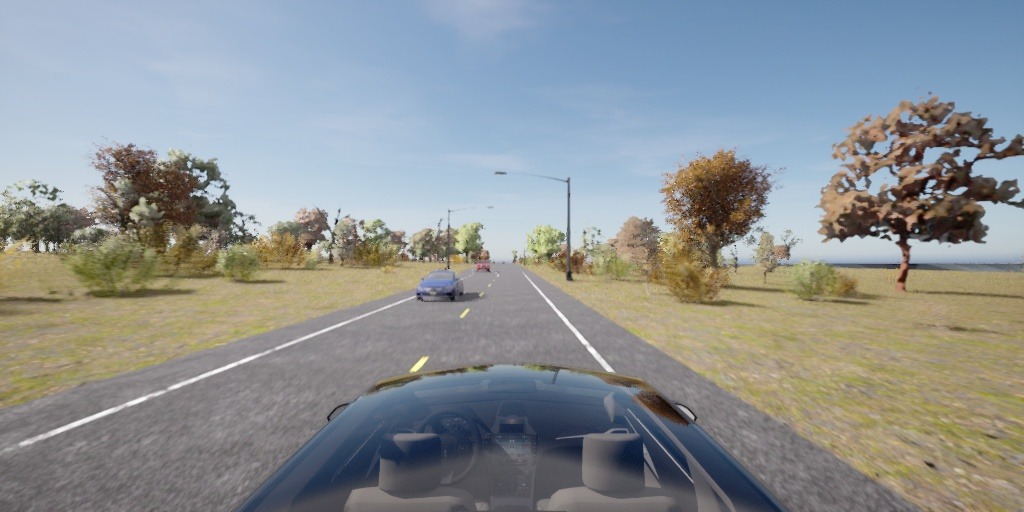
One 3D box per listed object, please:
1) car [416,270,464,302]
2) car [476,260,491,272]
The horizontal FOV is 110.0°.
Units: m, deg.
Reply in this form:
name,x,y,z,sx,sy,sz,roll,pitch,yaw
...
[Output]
name,x,y,z,sx,sy,sz,roll,pitch,yaw
car,-3.599,1.465,18.645,1.812,1.442,4.674,0,-1,0
car,-4.769,1.645,59.606,2.150,2.045,5.566,0,-1,-6
